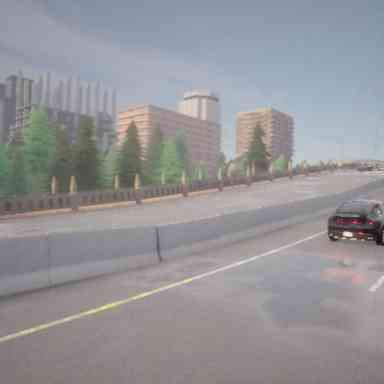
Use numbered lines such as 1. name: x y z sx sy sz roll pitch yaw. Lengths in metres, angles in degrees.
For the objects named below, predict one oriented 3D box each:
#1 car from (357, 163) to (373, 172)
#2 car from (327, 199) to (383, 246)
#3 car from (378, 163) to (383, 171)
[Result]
1. car: 33.343 -4.718 64.066 1.837 1.490 4.892 1 7 42
2. car: 7.012 1.059 13.330 1.837 1.490 4.892 1 4 42
3. car: 35.964 -4.645 61.748 1.812 1.442 4.674 1 7 42
